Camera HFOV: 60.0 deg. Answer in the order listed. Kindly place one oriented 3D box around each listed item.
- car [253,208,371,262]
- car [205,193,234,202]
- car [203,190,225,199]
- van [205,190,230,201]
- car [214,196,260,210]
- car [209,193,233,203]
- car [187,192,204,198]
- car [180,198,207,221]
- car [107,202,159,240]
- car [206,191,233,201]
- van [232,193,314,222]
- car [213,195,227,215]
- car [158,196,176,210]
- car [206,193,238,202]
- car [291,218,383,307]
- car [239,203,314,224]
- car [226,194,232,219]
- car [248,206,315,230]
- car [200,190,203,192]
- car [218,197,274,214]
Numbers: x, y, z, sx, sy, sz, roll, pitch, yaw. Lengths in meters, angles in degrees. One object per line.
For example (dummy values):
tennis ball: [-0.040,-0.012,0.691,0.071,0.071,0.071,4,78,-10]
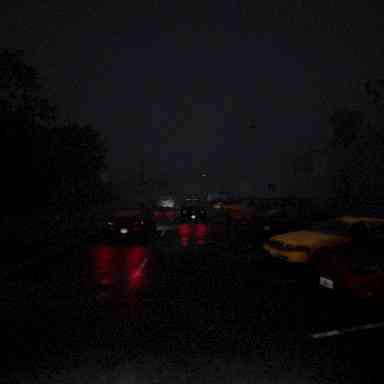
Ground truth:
car: [4.898,1.458,10.657,5.366,1.575,1.946,1,1,-20]
car: [5.097,0.987,61.450,4.792,1.488,2.163,1,0,-20]
car: [5.100,0.795,49.520,5.566,2.045,2.435,1,0,-20]
van: [4.965,0.711,64.375,4.442,1.987,1.878,1,1,-20]
car: [5.066,1.211,37.582,4.674,1.452,2.002,1,0,-20]
car: [4.898,1.202,34.533,5.366,1.575,1.946,1,1,-20]
car: [0.101,1.111,42.821,2.128,1.511,4.902,0,1,0]
car: [0.100,1.434,25.628,1.895,1.301,4.718,0,1,0]
car: [-2.900,1.458,16.497,1.812,1.442,4.674,0,0,0]
car: [5.081,1.076,46.521,4.892,1.521,2.231,1,1,-20]
van: [4.965,1.170,19.628,4.442,1.987,1.878,1,1,-20]
car: [4.897,1.283,28.567,5.366,1.575,1.946,1,1,-20]
car: [-2.899,1.206,37.354,1.812,1.442,4.674,0,1,0]
car: [5.245,0.976,58.520,5.366,1.575,1.946,1,0,-20]
car: [5.043,1.506,7.729,4.792,1.488,2.163,1,1,-20]
car: [5.065,1.462,16.698,4.674,1.452,2.002,1,0,-20]
car: [5.043,1.237,22.656,4.553,1.767,2.185,1,0,-20]
car: [5.097,1.477,13.726,4.792,1.488,2.163,1,0,-20]
car: [4.899,0.913,67.335,5.366,1.575,1.946,1,1,-20]
car: [5.097,1.277,31.629,4.792,1.488,2.163,1,1,-20]
